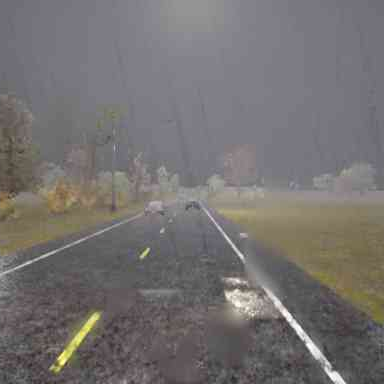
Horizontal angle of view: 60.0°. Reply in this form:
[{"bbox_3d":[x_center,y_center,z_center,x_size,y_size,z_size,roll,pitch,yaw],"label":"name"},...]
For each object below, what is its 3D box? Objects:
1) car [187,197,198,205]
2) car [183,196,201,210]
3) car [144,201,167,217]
[{"bbox_3d":[0.095,1.677,63.186,1.837,1.490,4.892,0,0,0],"label":"car"},{"bbox_3d":[0.099,1.633,45.414,1.837,1.490,4.892,0,0,0],"label":"car"},{"bbox_3d":[-3.595,1.622,33.324,1.812,1.442,4.674,0,0,0],"label":"car"}]
